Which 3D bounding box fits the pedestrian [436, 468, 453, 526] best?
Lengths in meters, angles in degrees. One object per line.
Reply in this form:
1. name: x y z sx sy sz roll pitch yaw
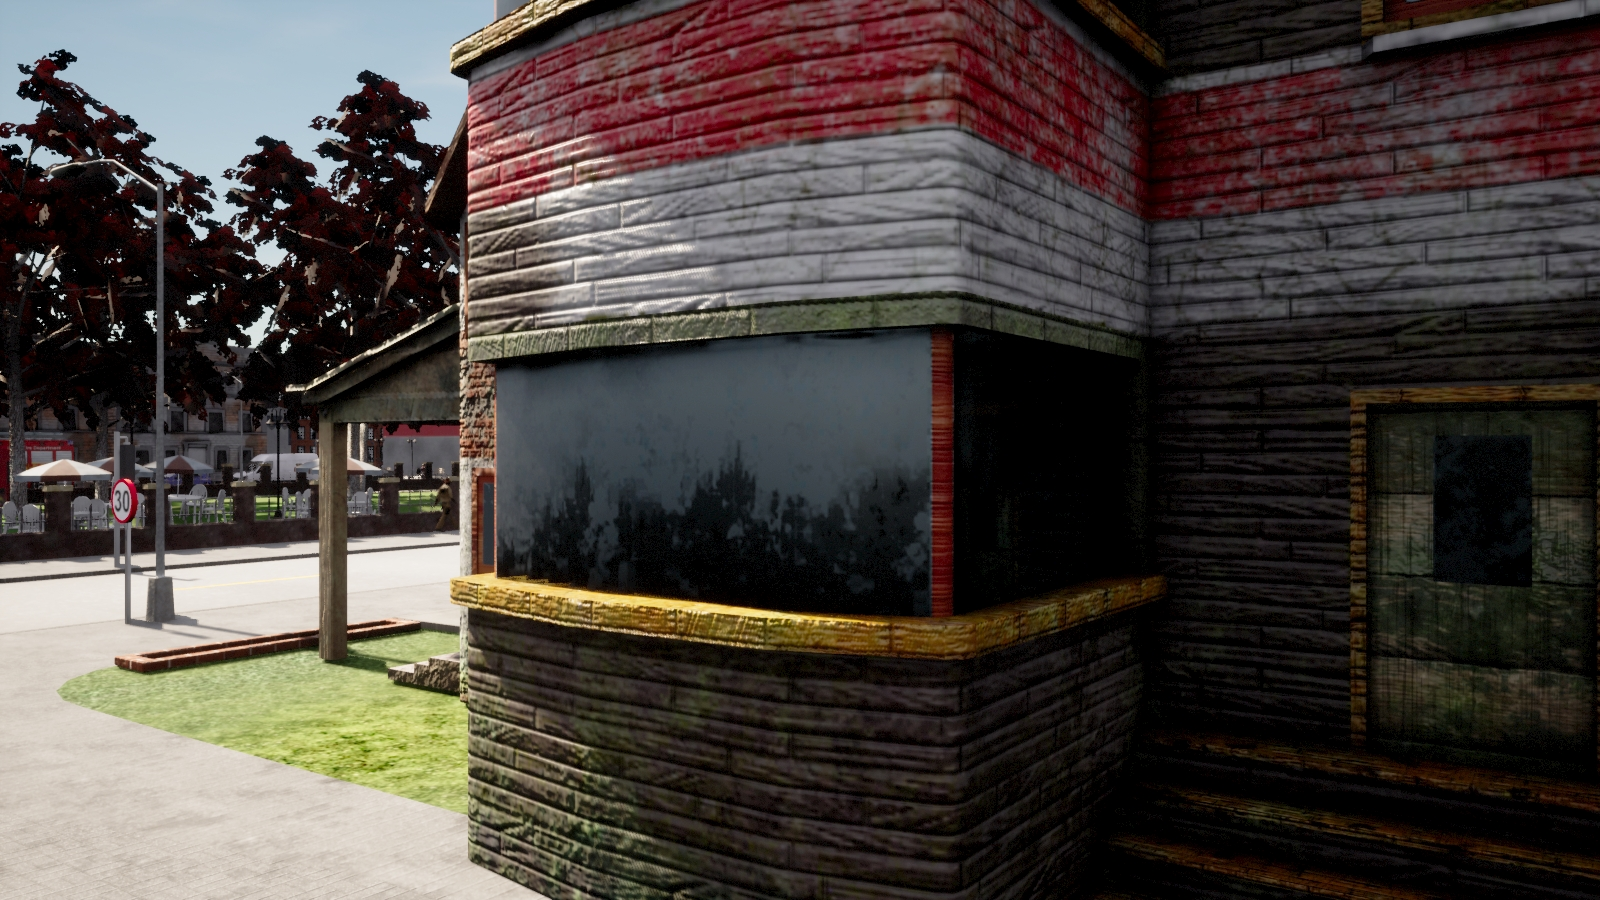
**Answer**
1. pedestrian: -11.573 1.525 37.169 0.375 1.860 0.375 0 0 34
